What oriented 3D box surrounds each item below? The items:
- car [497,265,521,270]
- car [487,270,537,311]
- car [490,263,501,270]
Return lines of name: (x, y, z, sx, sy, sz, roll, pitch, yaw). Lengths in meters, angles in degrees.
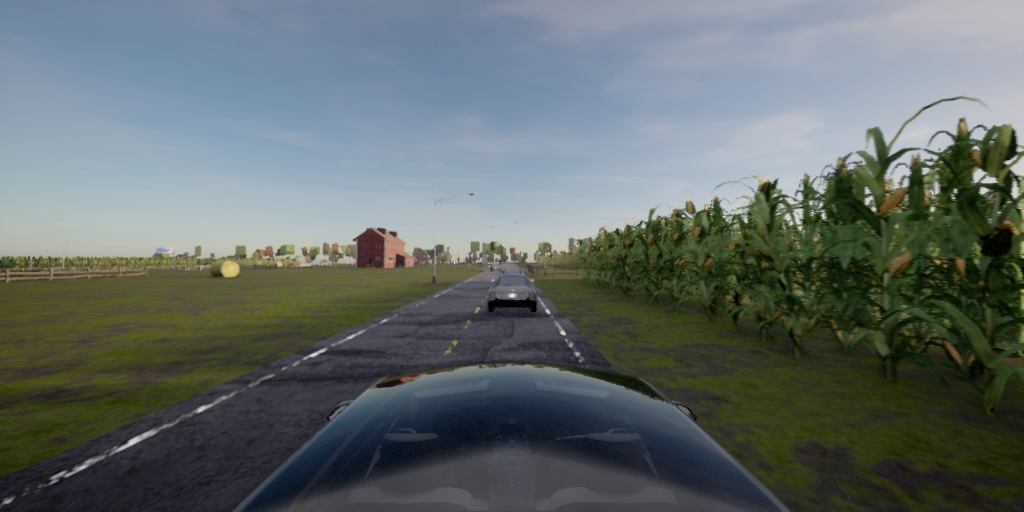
car: (0.020, 1.662, 30.120, 1.895, 1.301, 4.718, 0, -1, 0)
car: (0.022, 1.463, 15.338, 1.994, 1.385, 4.181, 0, -1, 0)
car: (-2.764, 1.918, 62.409, 2.128, 1.511, 4.902, 0, -1, 1)
